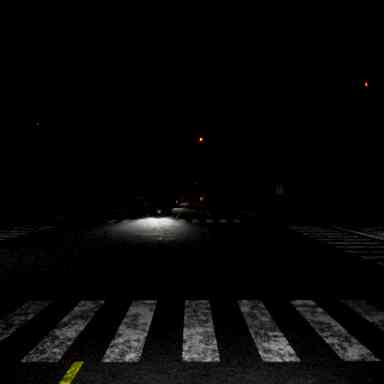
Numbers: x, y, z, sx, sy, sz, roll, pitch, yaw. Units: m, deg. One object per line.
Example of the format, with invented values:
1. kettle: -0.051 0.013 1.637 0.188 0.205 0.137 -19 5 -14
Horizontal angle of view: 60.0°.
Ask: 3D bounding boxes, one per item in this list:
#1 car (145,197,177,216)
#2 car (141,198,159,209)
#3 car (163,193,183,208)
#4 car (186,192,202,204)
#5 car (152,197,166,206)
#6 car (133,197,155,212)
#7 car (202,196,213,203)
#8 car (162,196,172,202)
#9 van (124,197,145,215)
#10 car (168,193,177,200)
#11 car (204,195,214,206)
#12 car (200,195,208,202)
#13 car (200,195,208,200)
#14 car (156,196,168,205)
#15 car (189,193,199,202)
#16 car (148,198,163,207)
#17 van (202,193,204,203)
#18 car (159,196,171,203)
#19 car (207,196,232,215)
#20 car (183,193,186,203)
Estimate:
1. car: -2.903 1.493 31.860 2.128 1.511 4.902 0 0 0
2. car: -5.582 1.568 44.806 1.947 1.339 4.313 0 0 0
3. car: -2.804 1.355 46.978 2.097 1.767 4.553 0 0 0
4. car: 0.395 1.223 63.440 2.150 2.045 5.566 0 0 0
5. car: -5.510 1.568 56.142 1.947 1.339 4.313 0 0 0
6. car: -5.617 1.442 39.137 1.967 1.590 4.097 0 0 0
7. car: 3.087 1.551 67.433 2.008 1.369 4.403 0 0 0
8. car: -5.403 1.543 73.146 1.887 1.381 4.507 0 0 0
9. van: -5.653 1.343 33.469 1.690 1.788 3.998 0 0 0
10. car: -5.296 1.306 90.151 2.192 1.841 5.009 0 0 0
11. car: 2.944 1.443 44.756 1.967 1.590 4.097 0 0 0
12. car: 2.846 1.453 79.604 1.801 1.575 5.366 0 0 0
13. car: 3.230 1.557 90.110 1.947 1.339 4.313 0 0 0
14. car: -5.476 1.527 61.640 1.752 1.417 4.829 0 0 0
15. car: 0.459 1.186 73.800 2.097 1.767 4.553 0 0 0
16. car: -5.546 1.584 50.474 1.802 1.307 4.206 0 0 0
17. van: 3.015 1.343 56.094 1.690 1.788 3.998 0 0 0
18. car: -5.439 1.566 67.478 1.947 1.339 4.313 0 0 0
19. car: 2.872 1.442 33.418 1.967 1.590 4.097 0 0 0
20. car: -2.585 1.480 67.643 1.882 1.535 5.008 0 0 0
